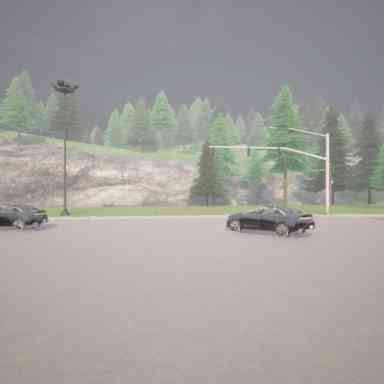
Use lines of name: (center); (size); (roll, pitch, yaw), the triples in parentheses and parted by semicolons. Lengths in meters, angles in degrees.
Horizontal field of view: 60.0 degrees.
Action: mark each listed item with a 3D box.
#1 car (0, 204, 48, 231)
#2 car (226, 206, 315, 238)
car: (-11.256, 1.493, 20.064); (4.902, 1.511, 2.128); (0, 0, 3)
car: (4.065, 1.491, 17.882); (4.902, 1.511, 2.128); (0, 0, 44)
